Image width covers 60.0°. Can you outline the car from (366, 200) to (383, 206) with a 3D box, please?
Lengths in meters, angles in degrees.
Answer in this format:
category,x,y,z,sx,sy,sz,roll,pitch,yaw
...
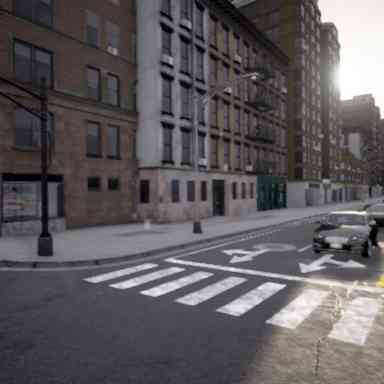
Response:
category,x,y,z,sx,sy,sz,roll,pitch,yaw
car,11.688,1.481,20.920,1.882,1.535,5.008,-1,0,35

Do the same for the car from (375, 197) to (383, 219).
category,x,y,z,sx,sy,sz,roll,pitch,yaw
car,17.652,1.332,29.317,2.097,1.767,4.553,-1,0,35

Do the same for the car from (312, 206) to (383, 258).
category,x,y,z,sx,sy,sz,roll,pitch,yaw
car,6.151,1.514,13.131,2.128,1.511,4.902,-1,0,34
